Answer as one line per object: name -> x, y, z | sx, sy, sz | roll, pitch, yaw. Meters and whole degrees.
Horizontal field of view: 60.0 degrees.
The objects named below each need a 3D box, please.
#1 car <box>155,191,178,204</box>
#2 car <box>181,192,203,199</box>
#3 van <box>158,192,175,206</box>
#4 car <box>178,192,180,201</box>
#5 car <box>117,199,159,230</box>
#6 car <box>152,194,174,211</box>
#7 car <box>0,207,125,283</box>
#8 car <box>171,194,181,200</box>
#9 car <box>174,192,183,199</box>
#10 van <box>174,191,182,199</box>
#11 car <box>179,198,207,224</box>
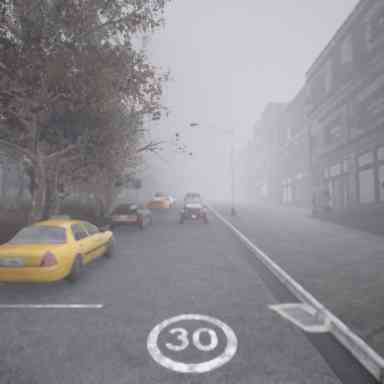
car -> -3.641, 1.004, 42.809 | 2.435, 2.045, 5.566 | 0, 0, 2
car -> 0.113, 1.012, 40.161 | 2.150, 2.045, 5.566 | 0, 0, 0
van -> -3.636, 0.998, 48.468 | 1.878, 1.987, 4.442 | 0, 0, 2
car -> -3.630, 1.190, 54.107 | 1.946, 1.575, 5.366 | 0, 0, 2
car -> -3.646, 1.410, 20.528 | 2.163, 1.488, 4.792 | 0, 0, 2
car -> -3.643, 1.287, 37.206 | 2.097, 1.535, 5.008 | 0, 0, 2
car -> -3.643, 1.433, 9.542 | 1.946, 1.575, 5.366 | 0, 0, 2
car -> -3.631, 1.127, 76.201 | 2.002, 1.452, 4.674 | 0, 0, 2
car -> -3.628, 0.883, 92.883 | 2.185, 1.767, 4.553 | 0, 0, 2
van -> -3.624, 0.808, 87.460 | 1.878, 1.987, 4.442 | 0, 0, 2
car -> 0.105, 1.409, 23.846 | 1.812, 1.442, 4.674 | 0, 0, 0
